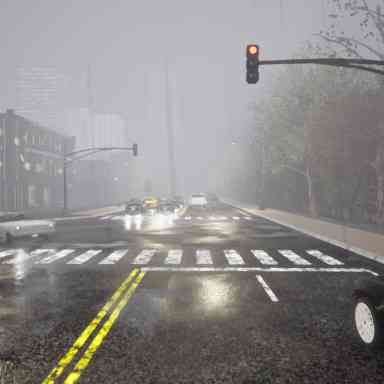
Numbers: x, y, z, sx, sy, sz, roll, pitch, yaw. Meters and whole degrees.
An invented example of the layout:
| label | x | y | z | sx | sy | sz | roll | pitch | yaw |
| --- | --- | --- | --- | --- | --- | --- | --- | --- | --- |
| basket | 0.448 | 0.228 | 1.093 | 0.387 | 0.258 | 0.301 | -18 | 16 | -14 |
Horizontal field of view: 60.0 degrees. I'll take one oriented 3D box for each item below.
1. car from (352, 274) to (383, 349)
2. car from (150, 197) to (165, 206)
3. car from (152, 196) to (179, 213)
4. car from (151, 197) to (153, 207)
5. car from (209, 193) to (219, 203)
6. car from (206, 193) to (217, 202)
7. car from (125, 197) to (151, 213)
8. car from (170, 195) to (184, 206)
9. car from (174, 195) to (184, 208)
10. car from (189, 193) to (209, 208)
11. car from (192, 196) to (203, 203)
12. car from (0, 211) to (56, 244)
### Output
| label | x | y | z | sx | sy | sz | roll | pitch | yaw |
| --- | --- | --- | --- | --- | --- | --- | --- | --- | --- |
| car | 3.396 | 1.477 | 3.207 | 1.882 | 1.535 | 5.008 | 0 | 0 | 1 |
| car | -5.716 | 1.544 | 55.927 | 1.994 | 1.385 | 4.181 | 0 | 0 | 2 |
| car | -2.831 | 1.480 | 36.692 | 2.128 | 1.511 | 4.902 | 0 | 0 | -2 |
| car | -5.886 | 1.462 | 45.876 | 1.882 | 1.535 | 5.008 | 0 | 0 | 1 |
| car | 4.359 | 1.480 | 66.162 | 1.837 | 1.490 | 4.892 | 0 | 0 | 1 |
| car | 4.419 | 1.195 | 76.625 | 2.150 | 2.045 | 5.566 | 0 | 0 | 1 |
| car | -6.048 | 1.480 | 36.364 | 2.128 | 1.511 | 4.902 | 0 | 0 | -1 |
| car | -2.473 | 1.332 | 56.490 | 2.097 | 1.767 | 4.553 | 0 | 0 | 1 |
| car | -2.631 | 1.476 | 46.199 | 2.128 | 1.511 | 4.902 | 0 | 0 | 1 |
| car | 0.816 | 1.203 | 46.661 | 2.150 | 2.045 | 5.566 | 0 | 0 | 1 |
| car | 1.152 | 1.522 | 68.629 | 2.033 | 1.411 | 5.357 | 0 | 0 | 1 |
| car | -8.441 | 1.615 | 15.946 | 4.718 | 1.301 | 1.895 | -1 | 0 | 42 |
